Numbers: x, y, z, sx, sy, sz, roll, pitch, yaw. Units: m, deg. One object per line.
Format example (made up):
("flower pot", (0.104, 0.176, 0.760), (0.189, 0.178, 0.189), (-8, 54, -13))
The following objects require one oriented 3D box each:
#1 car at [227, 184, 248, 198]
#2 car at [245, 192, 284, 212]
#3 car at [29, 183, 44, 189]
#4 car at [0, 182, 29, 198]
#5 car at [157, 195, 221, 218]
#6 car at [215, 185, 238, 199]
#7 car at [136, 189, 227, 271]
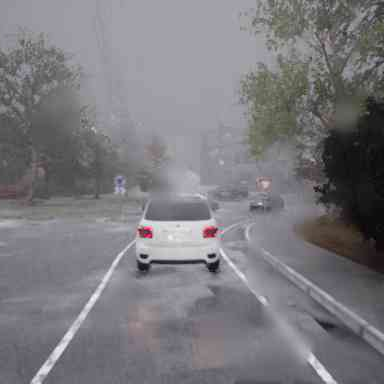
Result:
("car", (5.805, -0.128, 48.098), (2.150, 2.045, 5.566), (0, 2, -29))
("car", (6.387, 0.835, 28.077), (1.994, 1.385, 4.181), (1, 2, 30))
("car", (-26.690, -0.546, 53.292), (5.566, 2.045, 2.150), (-1, 2, -41))
("car", (-27.164, -0.143, 47.965), (2.150, 2.045, 5.566), (1, 1, 40))
("car", (-0.114, 0.996, 24.197), (4.718, 1.301, 1.895), (-2, 3, -45))
("car", (3.672, 0.231, 45.093), (2.128, 1.511, 4.902), (0, 2, -23))
("car", (-0.396, 1.038, 10.438), (2.150, 2.045, 5.566), (0, 2, -1))
